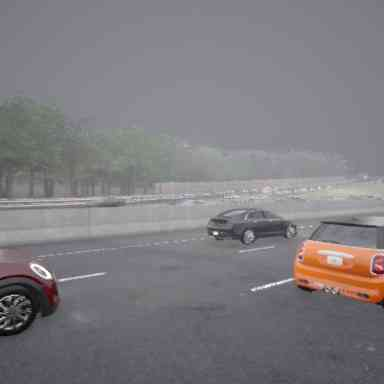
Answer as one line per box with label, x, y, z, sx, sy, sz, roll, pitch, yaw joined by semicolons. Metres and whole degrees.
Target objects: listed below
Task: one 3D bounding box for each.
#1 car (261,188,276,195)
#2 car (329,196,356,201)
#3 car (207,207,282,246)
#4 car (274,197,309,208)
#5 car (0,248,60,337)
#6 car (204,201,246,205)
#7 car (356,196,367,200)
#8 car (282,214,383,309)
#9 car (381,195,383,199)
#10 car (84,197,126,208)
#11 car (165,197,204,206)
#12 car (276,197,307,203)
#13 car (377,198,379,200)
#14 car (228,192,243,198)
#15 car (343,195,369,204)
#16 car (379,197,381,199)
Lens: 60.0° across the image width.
car;17.461;-0.102;76.265;1.882;1.535;5.008;1;3;38
car;17.963;1.469;41.078;4.674;1.442;1.812;0;0;-39
car;2.883;1.475;15.335;4.892;1.490;1.837;0;0;-38
car;14.139;1.458;46.975;5.357;1.411;2.033;0;0;-38
car;-4.482;1.321;5.017;4.553;1.767;2.097;0;0;-38
car;3.566;1.500;29.560;4.181;1.385;1.994;0;0;-39
car;24.748;1.373;51.020;4.892;1.490;1.837;0;1;-39
car;4.426;1.348;7.745;4.553;1.767;2.097;0;0;-38
car;32.242;1.446;52.525;4.718;1.301;1.895;0;1;-39
car;-9.488;1.332;36.654;1.882;1.535;5.008;1;1;35
car;-0.105;1.444;31.108;4.674;1.442;1.812;0;0;-39
car;12.330;1.484;41.056;5.357;1.411;2.033;0;0;-39
car;39.322;1.286;67.277;5.357;1.411;2.033;0;0;-39
car;8.191;0.651;63.790;1.994;1.385;4.181;1;2;36
car;29.057;1.352;58.928;5.357;1.411;2.033;0;1;-39
car;37.136;1.010;60.981;5.566;2.045;2.150;0;0;-39
